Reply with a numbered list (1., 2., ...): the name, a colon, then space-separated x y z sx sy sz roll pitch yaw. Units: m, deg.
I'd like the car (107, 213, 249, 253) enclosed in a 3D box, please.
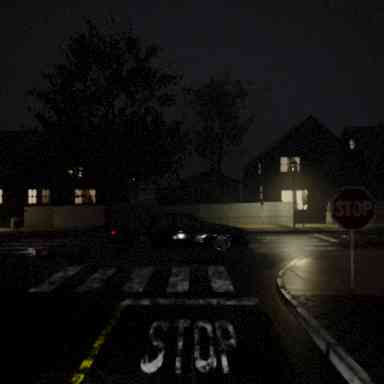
1. car: -0.525 1.545 13.159 5.357 1.411 2.033 0 0 0
